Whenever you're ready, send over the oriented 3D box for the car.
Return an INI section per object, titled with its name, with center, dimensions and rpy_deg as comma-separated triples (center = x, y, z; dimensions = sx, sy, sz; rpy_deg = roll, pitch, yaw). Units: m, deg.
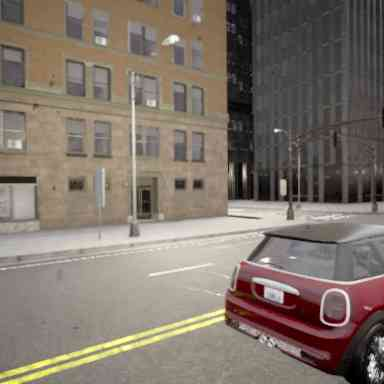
[car]
center = 2.750, 1.279, 5.400
dimensions = 4.553, 1.767, 2.097
rpy_deg = -1, 1, -36
